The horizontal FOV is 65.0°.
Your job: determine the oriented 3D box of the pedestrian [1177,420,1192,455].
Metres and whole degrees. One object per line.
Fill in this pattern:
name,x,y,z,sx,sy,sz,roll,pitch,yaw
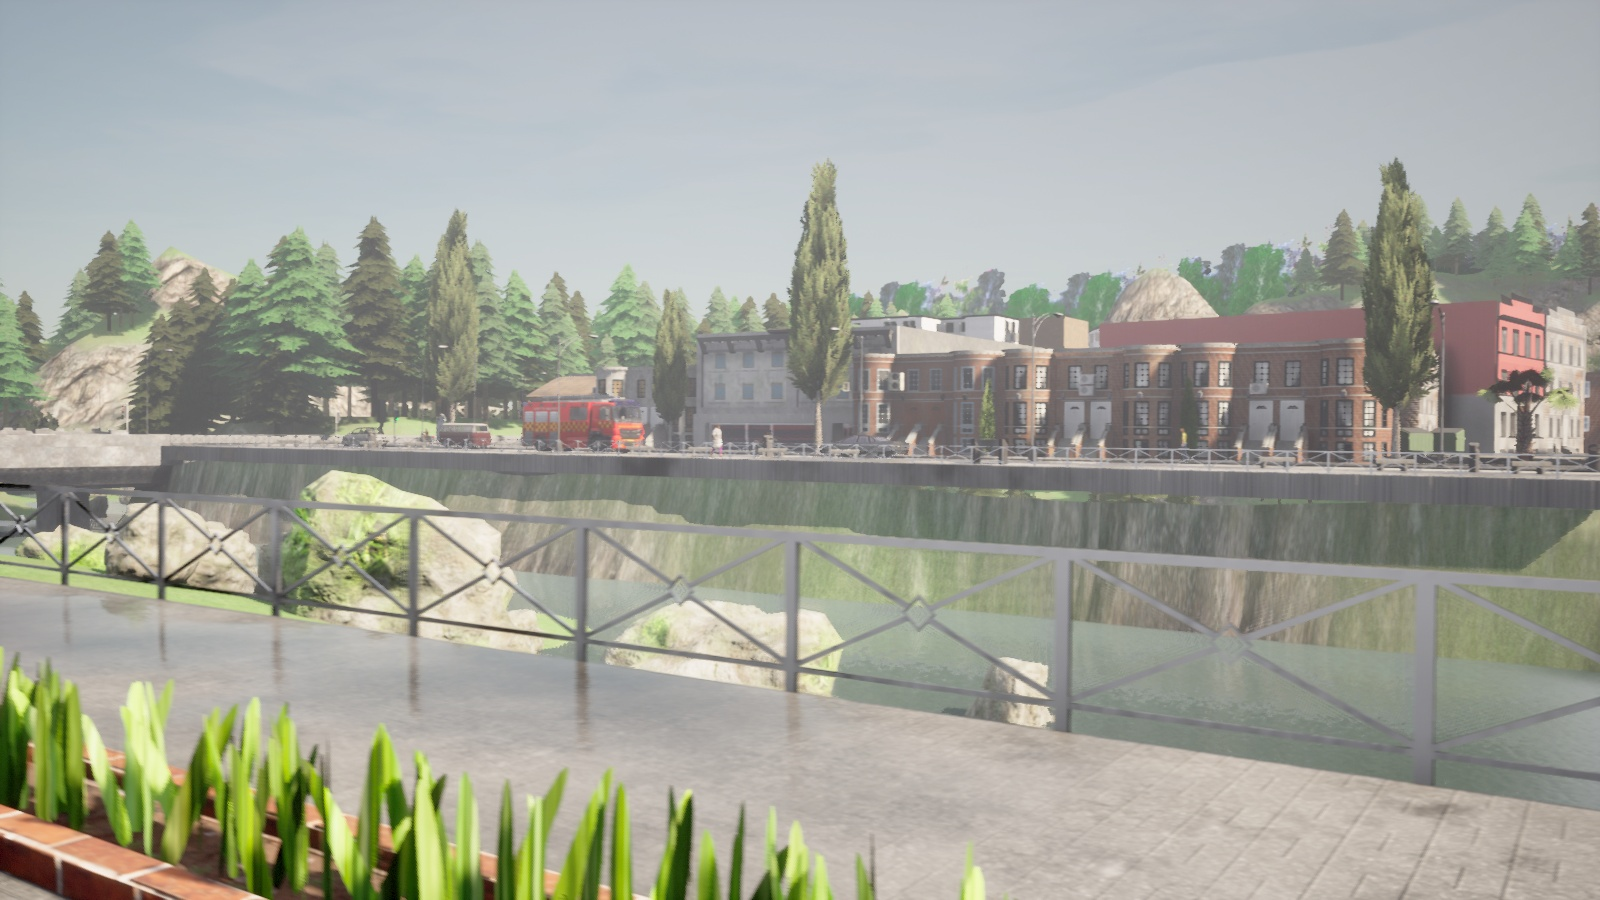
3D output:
pedestrian,20.688,-0.668,67.541,0.706,1.836,0.354,0,1,33

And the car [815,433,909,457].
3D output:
car,3.710,-0.289,75.782,5.357,1.411,2.033,0,1,34

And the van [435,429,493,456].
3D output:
van,-25.482,-0.584,95.158,4.442,1.987,1.775,0,1,34

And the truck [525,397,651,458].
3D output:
truck,-14.036,-1.435,82.742,8.468,3.827,2.891,0,1,34

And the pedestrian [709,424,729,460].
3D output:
pedestrian,-4.354,-0.441,67.538,0.659,1.952,0.873,-1,1,-44
